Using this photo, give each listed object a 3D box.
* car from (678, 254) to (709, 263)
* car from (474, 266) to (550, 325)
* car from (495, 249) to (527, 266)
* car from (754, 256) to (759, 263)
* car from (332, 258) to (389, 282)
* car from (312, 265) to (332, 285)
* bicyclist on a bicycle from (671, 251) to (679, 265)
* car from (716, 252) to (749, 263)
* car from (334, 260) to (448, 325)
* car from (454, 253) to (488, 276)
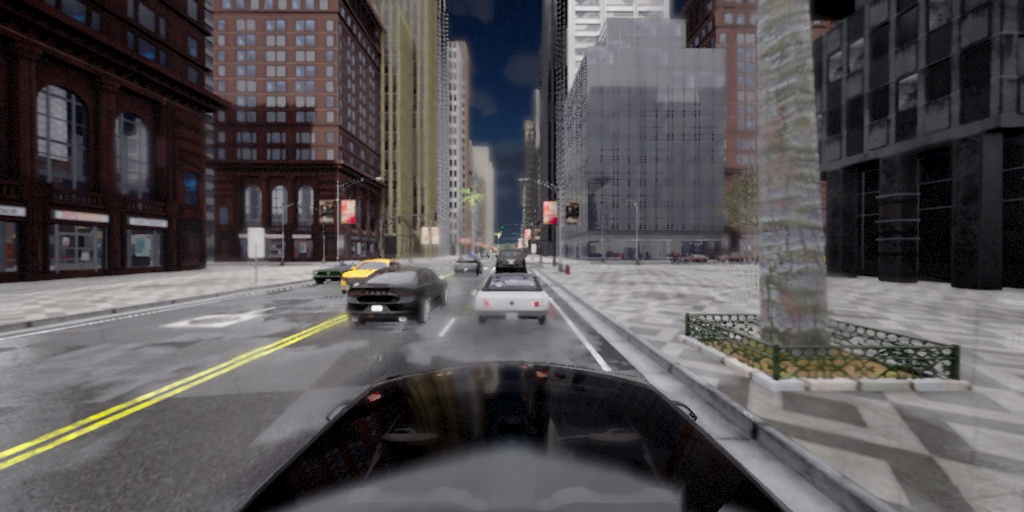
[{"bbox_3d":[26.203,0.373,51.858,4.207,1.307,1.802,0,0,-1],"label":"car"},{"bbox_3d":[0.032,1.155,10.990,1.895,1.301,4.718,0,1,1],"label":"car"},{"bbox_3d":[-0.052,0.484,26.634,2.150,2.045,5.566,0,1,0],"label":"car"},{"bbox_3d":[32.012,0.407,43.451,4.313,1.339,1.948,0,0,-1],"label":"car"},{"bbox_3d":[-6.681,0.898,17.884,1.882,1.535,5.008,0,1,0],"label":"car"},{"bbox_3d":[-9.948,0.955,21.596,1.895,1.301,4.718,0,1,0],"label":"car"},{"bbox_3d":[18.192,0.216,40.192,0.582,1.620,1.656,0,0,-1],"label":"bicyclist on a bicycle"},{"bbox_3d":[31.841,0.211,51.975,4.097,1.591,1.967,0,0,-1],"label":"car"},{"bbox_3d":[-3.217,1.032,11.003,1.882,1.535,5.008,0,1,0],"label":"car"},{"bbox_3d":[-3.301,0.732,27.997,2.128,1.511,4.902,0,1,0],"label":"car"}]
